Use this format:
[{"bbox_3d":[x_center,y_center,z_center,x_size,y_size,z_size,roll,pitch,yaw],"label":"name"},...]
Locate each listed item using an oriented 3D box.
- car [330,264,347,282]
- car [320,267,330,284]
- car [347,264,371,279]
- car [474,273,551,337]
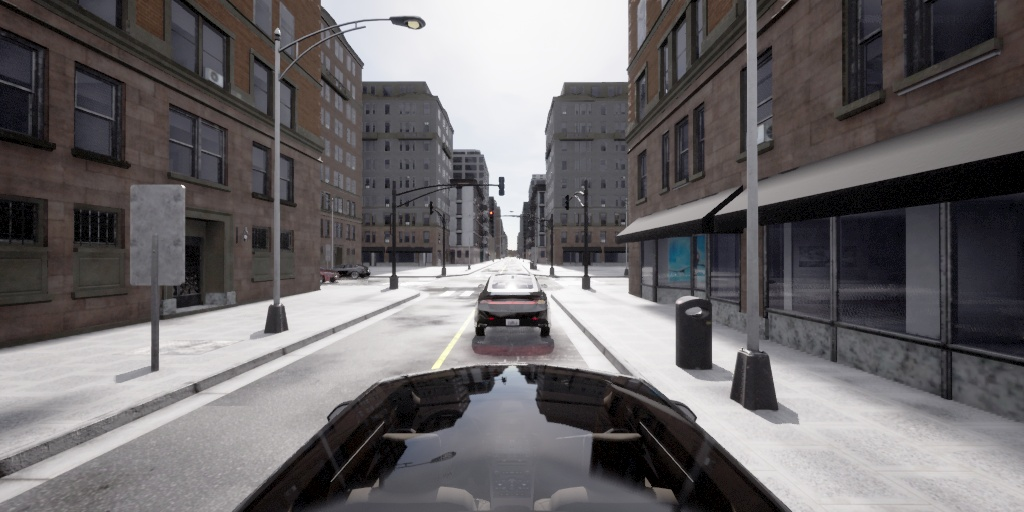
[{"bbox_3d":[-14.743,1.300,26.031,4.181,1.385,1.994,0,0,0],"label":"car"},{"bbox_3d":[-14.713,1.289,23.487,4.313,1.339,1.948,0,0,0],"label":"car"},{"bbox_3d":[-14.686,1.330,31.513,4.313,1.339,1.948,0,0,0],"label":"car"},{"bbox_3d":[0.022,1.242,10.302,2.128,1.511,4.902,0,0,0],"label":"car"}]
